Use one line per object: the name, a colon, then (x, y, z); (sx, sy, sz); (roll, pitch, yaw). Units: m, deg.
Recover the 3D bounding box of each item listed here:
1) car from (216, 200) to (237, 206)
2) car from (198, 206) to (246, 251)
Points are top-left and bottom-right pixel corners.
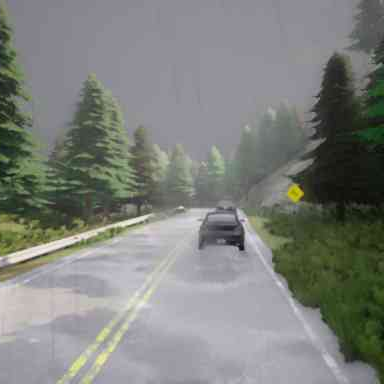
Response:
car: (3.542, 1.604, 34.580); (2.097, 1.767, 4.553); (0, 0, 7)
car: (1.313, 1.609, 14.822); (1.837, 1.490, 4.892); (0, 0, 5)
